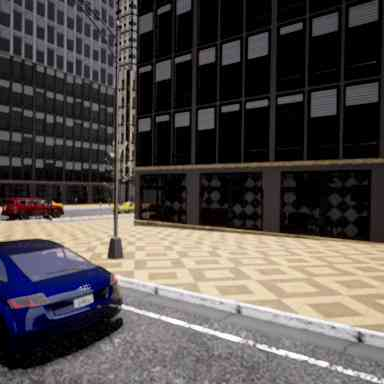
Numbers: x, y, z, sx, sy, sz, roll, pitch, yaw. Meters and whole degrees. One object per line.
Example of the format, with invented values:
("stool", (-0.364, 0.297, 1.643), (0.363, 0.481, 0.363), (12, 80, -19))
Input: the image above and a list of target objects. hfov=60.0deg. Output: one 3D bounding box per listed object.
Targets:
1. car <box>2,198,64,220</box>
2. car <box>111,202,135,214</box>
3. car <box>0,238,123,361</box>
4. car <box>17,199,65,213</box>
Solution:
("car", (-13.835, 1.484, 29.183), (2.192, 1.841, 5.009), (1, 0, 36))
("car", (-7.071, 1.795, 38.420), (1.752, 1.417, 4.829), (1, 0, 36))
("car", (-3.235, 1.554, 5.973), (4.181, 1.385, 1.994), (0, 0, 34))
("car", (-17.367, 1.597, 38.546), (1.752, 1.417, 4.829), (1, 0, 36))
